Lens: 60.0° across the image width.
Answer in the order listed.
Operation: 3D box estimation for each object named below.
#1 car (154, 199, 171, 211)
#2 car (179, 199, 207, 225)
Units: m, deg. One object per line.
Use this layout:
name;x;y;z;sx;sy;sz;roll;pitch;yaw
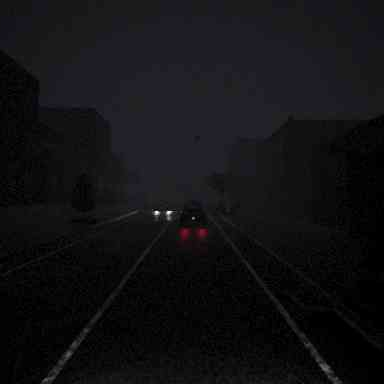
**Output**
car;-3.626;1.622;42.404;1.812;1.442;4.674;0;0;0
car;0.090;1.559;24.691;2.128;1.511;4.902;0;0;0
